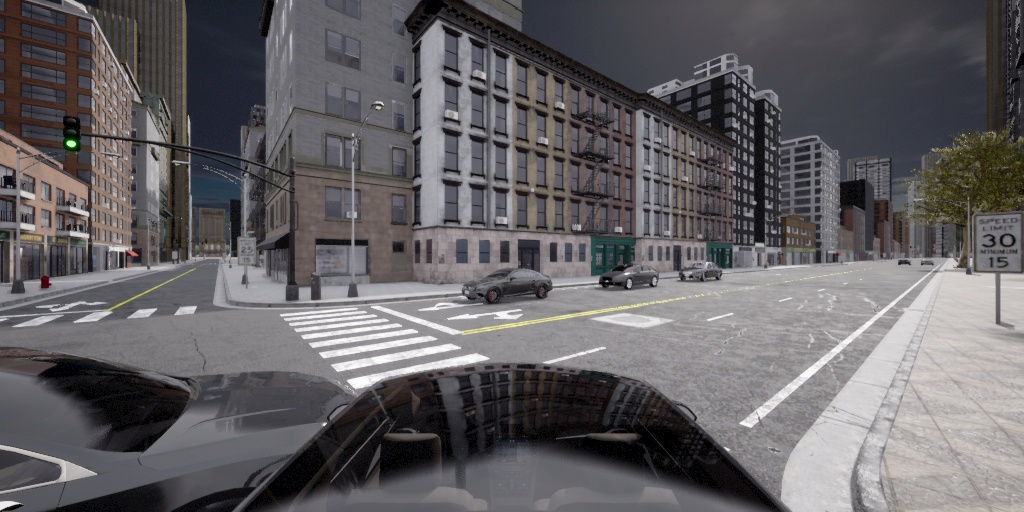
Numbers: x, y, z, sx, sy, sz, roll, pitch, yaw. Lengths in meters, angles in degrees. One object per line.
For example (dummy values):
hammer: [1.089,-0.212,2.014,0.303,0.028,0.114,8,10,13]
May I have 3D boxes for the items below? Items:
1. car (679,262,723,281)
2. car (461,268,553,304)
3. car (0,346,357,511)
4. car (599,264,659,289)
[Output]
car: [15.538,1.235,29.467,4.902,1.511,2.128,0,0,-39]
car: [-0.109,1.286,16.706,4.674,1.442,1.812,0,0,-39]
car: [-3.229,1.257,1.721,4.892,1.490,1.837,0,0,-35]
car: [7.556,1.258,22.963,4.892,1.490,1.837,0,0,-39]
